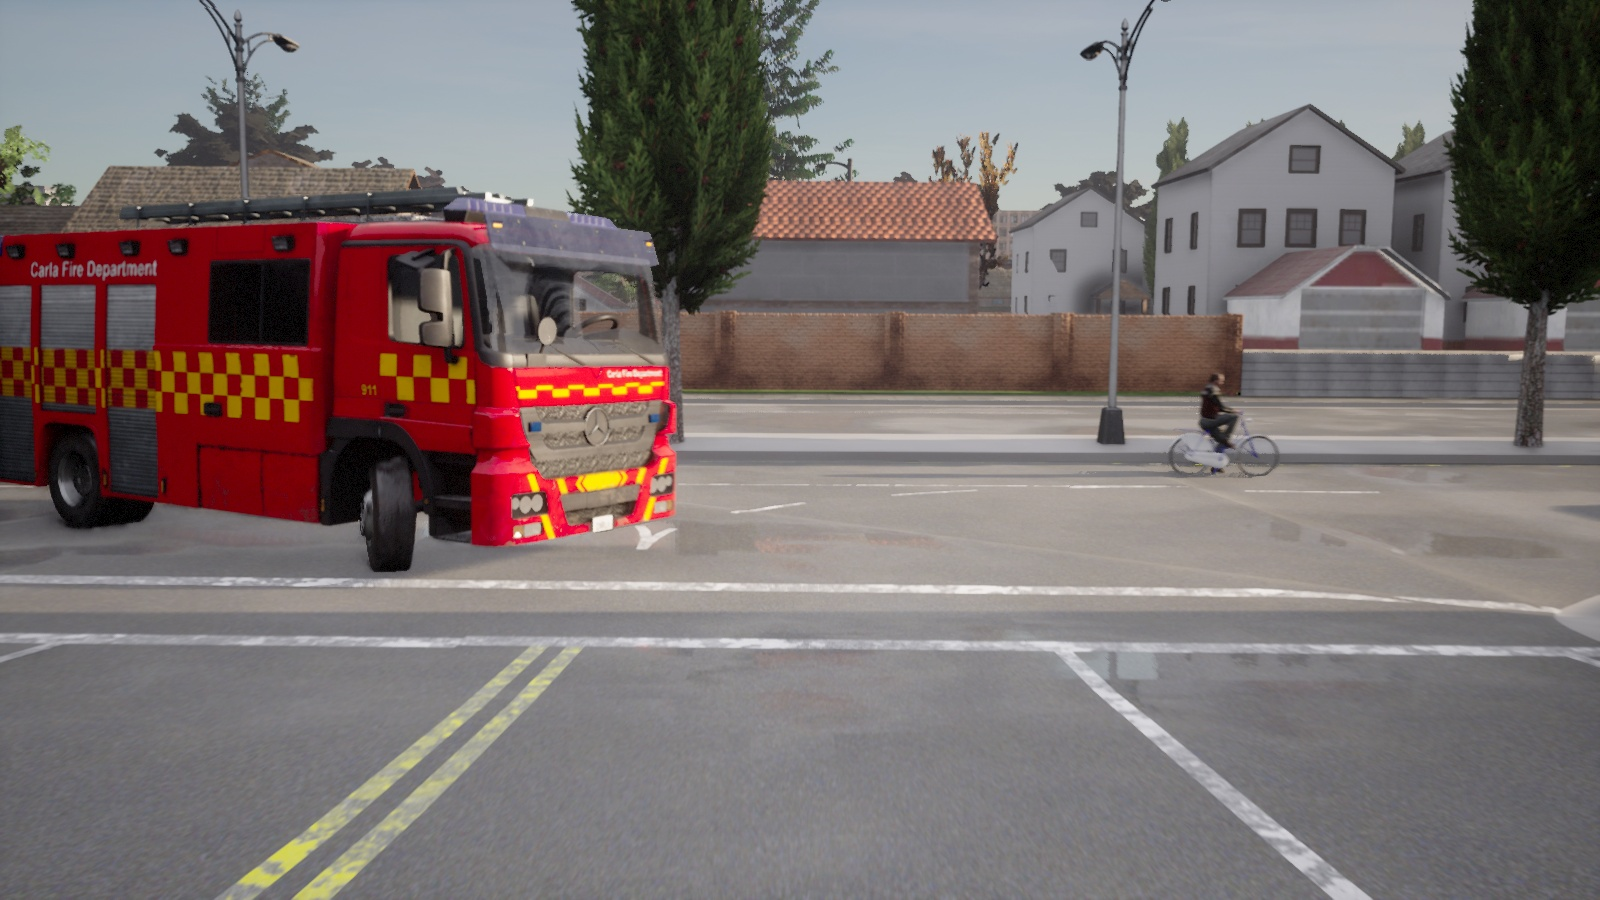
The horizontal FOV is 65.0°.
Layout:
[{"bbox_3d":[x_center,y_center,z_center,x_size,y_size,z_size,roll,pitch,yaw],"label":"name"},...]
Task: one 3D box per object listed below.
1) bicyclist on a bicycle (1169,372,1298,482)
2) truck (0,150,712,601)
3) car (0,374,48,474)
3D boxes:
[{"bbox_3d":[7.174,-0.394,20.844,1.843,1.776,0.659,0,6,-1],"label":"bicyclist on a bicycle"},{"bbox_3d":[-5.327,-0.964,14.052,8.468,3.827,2.891,4,6,30],"label":"truck"},{"bbox_3d":[-15.411,-0.438,20.515,5.008,1.535,1.882,0,6,-1],"label":"car"}]
